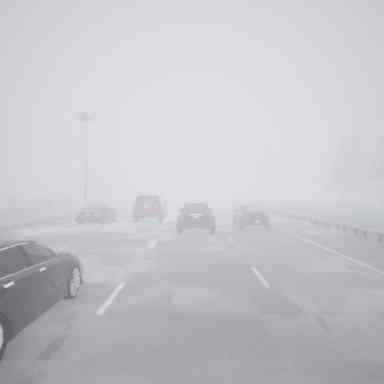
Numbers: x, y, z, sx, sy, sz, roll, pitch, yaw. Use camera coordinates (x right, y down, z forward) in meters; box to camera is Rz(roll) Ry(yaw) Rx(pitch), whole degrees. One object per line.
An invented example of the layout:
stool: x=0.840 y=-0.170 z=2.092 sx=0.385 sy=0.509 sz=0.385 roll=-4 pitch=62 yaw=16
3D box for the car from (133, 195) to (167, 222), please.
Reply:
car: x=-3.246 y=1.221 z=26.295 sx=2.150 sy=2.045 sz=5.566 roll=0 pitch=0 yaw=0

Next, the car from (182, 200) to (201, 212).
car: x=-0.135 y=1.603 z=39.071 sx=1.895 sy=1.301 sz=4.718 roll=0 pitch=0 yaw=-3

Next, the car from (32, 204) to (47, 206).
car: x=-22.318 y=1.465 z=49.810 sx=1.882 sy=1.535 sz=5.008 roll=0 pitch=0 yaw=-7

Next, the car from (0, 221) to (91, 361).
car: x=-3.366 y=1.503 z=5.518 sx=1.837 sy=1.490 sz=4.892 roll=0 pitch=0 yaw=0

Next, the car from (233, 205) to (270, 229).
car: x=3.748 y=1.529 z=21.325 sx=1.812 sy=1.442 sz=4.674 roll=0 pitch=0 yaw=0

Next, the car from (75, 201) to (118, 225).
car: x=-6.741 y=1.544 z=23.936 sx=2.033 sy=1.411 sz=5.357 roll=0 pitch=0 yaw=0

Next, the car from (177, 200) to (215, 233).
car: x=0.238 y=1.353 z=19.905 sx=2.097 sy=1.767 sz=4.553 roll=0 pitch=0 yaw=0
